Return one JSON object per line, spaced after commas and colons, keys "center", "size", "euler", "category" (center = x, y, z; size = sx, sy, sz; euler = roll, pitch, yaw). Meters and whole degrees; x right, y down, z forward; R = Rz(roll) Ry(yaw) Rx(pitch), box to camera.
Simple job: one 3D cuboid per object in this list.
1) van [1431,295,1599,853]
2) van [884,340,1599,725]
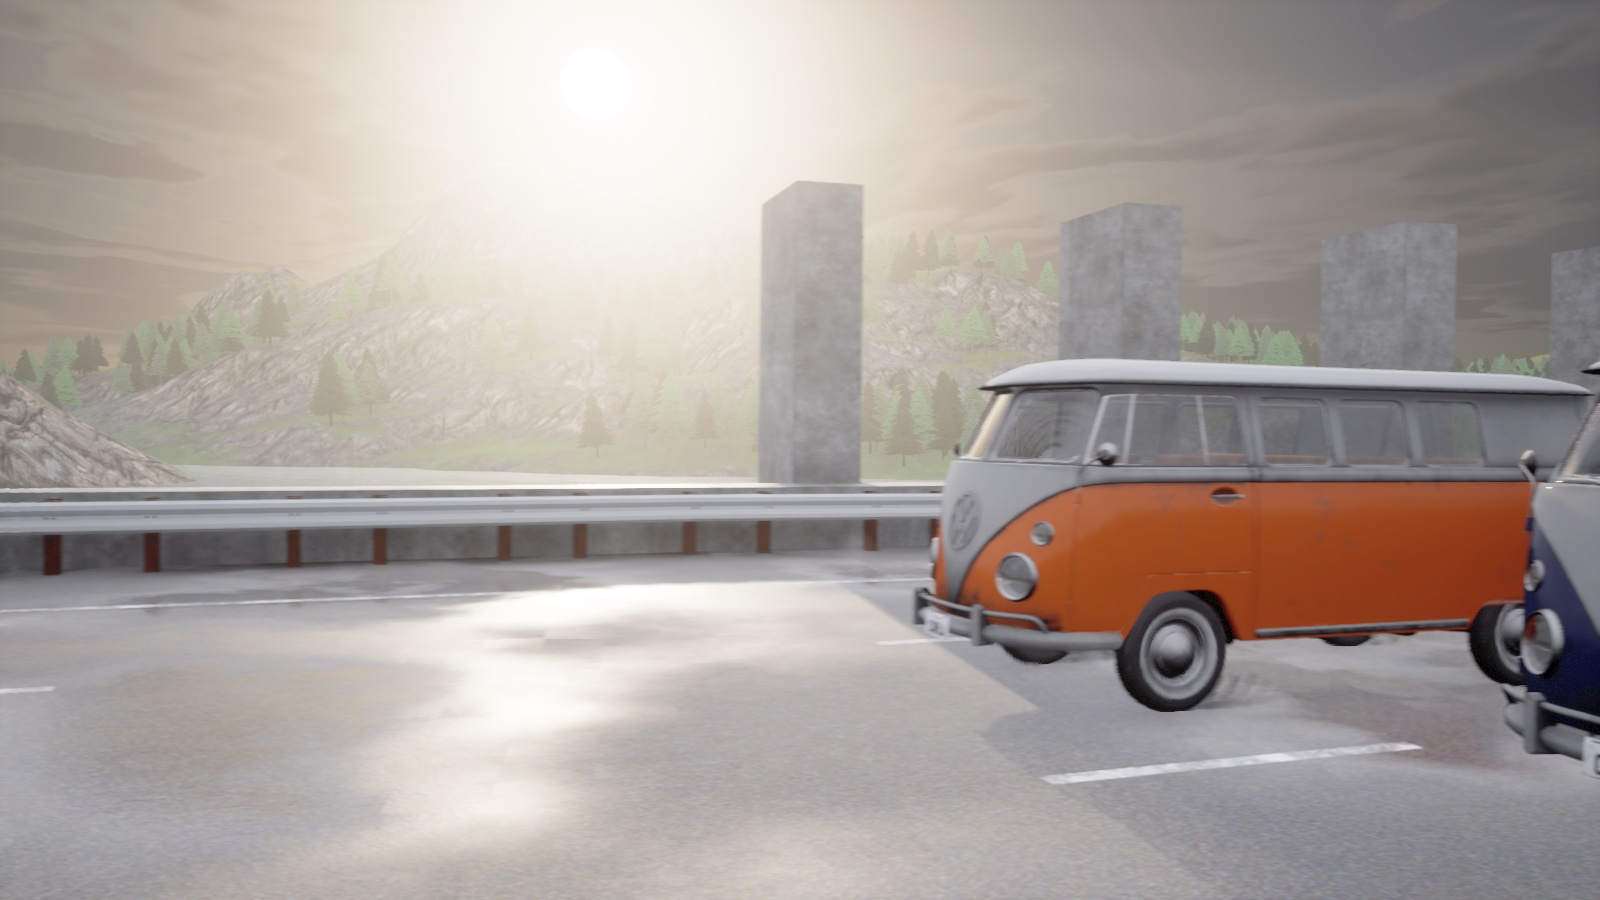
{"center": [4.991, 0.414, 5.054], "size": [4.442, 1.987, 1.775], "euler": [-1, 1, -19], "category": "van"}
{"center": [2.946, 0.386, 8.048], "size": [4.442, 1.987, 1.775], "euler": [-1, 1, -19], "category": "van"}
